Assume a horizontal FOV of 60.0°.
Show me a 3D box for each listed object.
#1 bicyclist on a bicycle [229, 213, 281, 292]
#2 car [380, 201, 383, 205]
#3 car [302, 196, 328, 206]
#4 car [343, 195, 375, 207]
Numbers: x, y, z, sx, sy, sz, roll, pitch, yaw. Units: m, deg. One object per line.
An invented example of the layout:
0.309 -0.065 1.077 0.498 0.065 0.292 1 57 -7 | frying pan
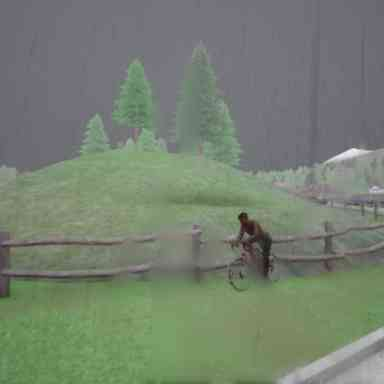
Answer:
1.340 1.268 7.292 1.656 1.620 0.582 0 -11 -38 | bicyclist on a bicycle
28.513 1.440 46.500 1.812 1.442 4.674 0 0 -12 | car
19.598 1.428 53.076 1.837 1.490 4.892 0 0 -16 | car
24.386 1.271 48.755 2.097 1.767 4.553 0 0 -16 | car
